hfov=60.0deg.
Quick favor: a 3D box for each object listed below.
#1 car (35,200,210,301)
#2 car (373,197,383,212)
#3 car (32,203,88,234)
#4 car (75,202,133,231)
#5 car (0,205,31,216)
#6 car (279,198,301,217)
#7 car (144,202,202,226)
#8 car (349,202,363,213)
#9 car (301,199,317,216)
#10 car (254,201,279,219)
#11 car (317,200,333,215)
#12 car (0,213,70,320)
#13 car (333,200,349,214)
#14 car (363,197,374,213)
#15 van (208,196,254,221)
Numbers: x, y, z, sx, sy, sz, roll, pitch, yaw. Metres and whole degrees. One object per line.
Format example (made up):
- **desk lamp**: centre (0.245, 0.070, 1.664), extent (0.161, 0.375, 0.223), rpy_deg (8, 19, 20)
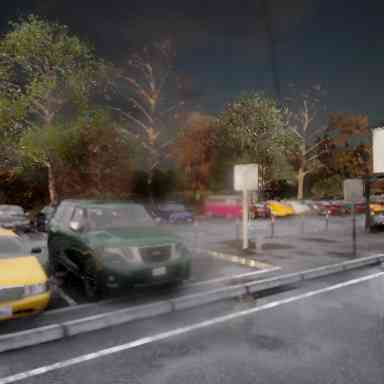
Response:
- **car**: centre (-2.265, 1.254, 8.960), extent (2.435, 2.045, 5.566), rpy_deg (0, 0, -36)
- **car**: centre (21.093, 1.694, 41.581), extent (1.946, 1.575, 5.366), rpy_deg (0, 0, -36)
- **car**: centre (-8.366, 1.544, 20.749), extent (2.163, 1.488, 4.792), rpy_deg (0, 0, -36)
- **car**: centre (-5.985, 1.525, 22.190), extent (1.946, 1.575, 5.366), rpy_deg (0, 0, -36)
- **car**: centre (-10.609, 1.502, 19.115), extent (2.231, 1.521, 4.892), rpy_deg (0, 0, -36)
- **car**: centre (7.450, 1.608, 32.034), extent (2.097, 1.535, 5.008), rpy_deg (0, 0, -36)
- **car**: centre (-1.562, 1.584, 25.550), extent (2.163, 1.488, 4.792), rpy_deg (0, 0, -36)
- **car**: centre (16.477, 1.668, 38.497), extent (2.231, 1.521, 4.892), rpy_deg (0, 0, -36)
- **car**: centre (9.705, 1.663, 33.652), extent (2.002, 1.452, 4.674), rpy_deg (0, 0, -36)
- **car**: centre (5.191, 1.635, 30.418), extent (2.002, 1.452, 4.674), rpy_deg (0, 0, -36)
- **car**: centre (11.942, 1.512, 35.296), extent (2.185, 1.767, 4.553), rpy_deg (0, 0, -36)
- **car**: centre (-4.454, 1.488, 7.199), extent (1.946, 1.575, 5.366), rpy_deg (0, 0, -36)
- **car**: centre (14.213, 1.651, 36.891), extent (2.097, 1.535, 5.008), rpy_deg (0, 0, -36)
- **car**: centre (18.712, 1.711, 40.141), extent (2.163, 1.488, 4.792), rpy_deg (0, 0, -36)
- **van**: centre (2.866, 1.355, 28.900), extent (1.878, 1.987, 4.442), rpy_deg (0, 0, -36)
